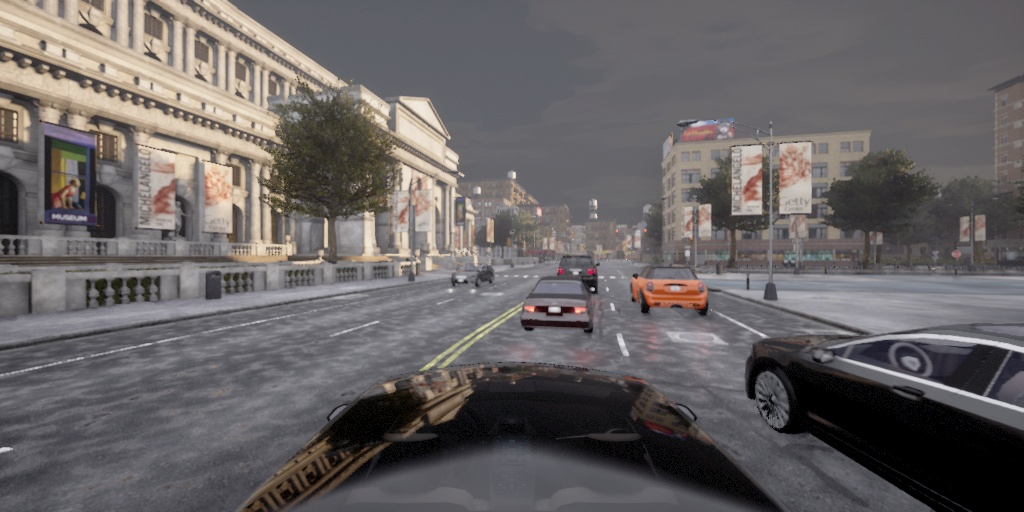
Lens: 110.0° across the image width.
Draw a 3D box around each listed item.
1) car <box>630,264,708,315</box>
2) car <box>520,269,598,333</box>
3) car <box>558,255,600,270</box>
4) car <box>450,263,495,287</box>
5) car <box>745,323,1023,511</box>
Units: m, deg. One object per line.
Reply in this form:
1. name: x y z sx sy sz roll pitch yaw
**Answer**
1. car: 5.835 1.093 13.833 2.097 1.767 4.553 0 0 13
2. car: 1.487 1.291 10.789 2.033 1.411 5.357 0 0 12
3. car: 3.850 0.959 20.760 2.150 2.045 5.566 0 0 14
4. car: -2.571 1.236 24.452 2.128 1.511 4.902 0 0 14
5. car: 3.788 1.241 2.558 2.128 1.511 4.902 0 0 3
